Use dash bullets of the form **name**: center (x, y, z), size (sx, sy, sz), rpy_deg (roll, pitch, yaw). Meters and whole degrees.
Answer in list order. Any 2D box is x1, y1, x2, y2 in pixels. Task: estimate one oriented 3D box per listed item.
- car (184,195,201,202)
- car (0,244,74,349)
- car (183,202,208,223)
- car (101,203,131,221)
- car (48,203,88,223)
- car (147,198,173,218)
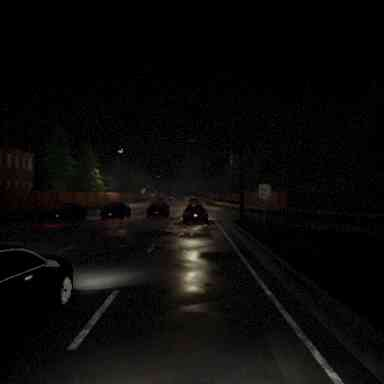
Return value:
- **car**: center (0.278, 1.698, 49.700), size (2.097, 1.767, 4.553), rpy_deg (0, 0, 0)
- **car**: center (-3.394, 1.542, 5.096), size (1.837, 1.490, 4.892), rpy_deg (0, 0, 0)
- **car**: center (0.275, 1.753, 27.174), size (1.994, 1.385, 4.181), rpy_deg (0, 0, 0)
- **car**: center (-6.724, 1.685, 29.886), size (1.882, 1.535, 5.008), rpy_deg (0, 0, 0)
- **car**: center (-10.230, 1.670, 27.753), size (1.882, 1.535, 5.008), rpy_deg (0, 0, 0)
- **car**: center (-3.217, 1.704, 32.580), size (1.882, 1.535, 5.008), rpy_deg (0, 0, 0)
